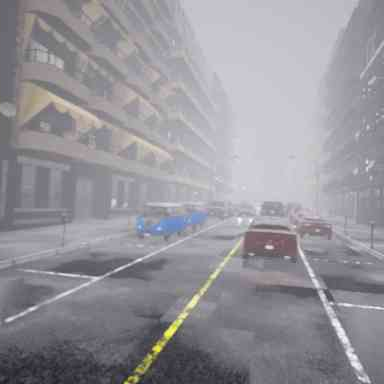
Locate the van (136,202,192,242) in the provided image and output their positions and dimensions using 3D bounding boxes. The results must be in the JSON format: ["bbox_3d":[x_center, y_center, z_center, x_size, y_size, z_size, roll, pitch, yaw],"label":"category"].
[{"bbox_3d":[-1.489,1.445,17.045,1.690,1.788,3.998,4,0,14],"label":"van"}]

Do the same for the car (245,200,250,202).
[{"bbox_3d":[10.426,2.429,65.363,2.192,1.841,5.009,3,0,14],"label":"car"}]

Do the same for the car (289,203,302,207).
[{"bbox_3d":[10.115,2.144,31.200,1.967,1.590,4.097,3,0,14],"label":"car"}]

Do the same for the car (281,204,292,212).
[{"bbox_3d":[18.009,2.970,63.425,1.802,1.307,4.206,3,0,14],"label":"car"}]

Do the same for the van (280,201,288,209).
[{"bbox_3d":[21.994,3.099,79.535,1.690,1.788,3.998,3,-1,14],"label":"van"}]

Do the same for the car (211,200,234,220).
[{"bbox_3d":[2.485,1.743,33.152,2.192,1.841,5.009,4,0,14],"label":"car"}]

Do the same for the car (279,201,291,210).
[{"bbox_3d":[20.672,2.948,74.166,2.192,1.841,5.009,3,-1,14],"label":"car"}]

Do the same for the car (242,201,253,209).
[{"bbox_3d":[11.736,2.779,70.731,1.887,1.381,4.507,3,0,14],"label":"car"}]

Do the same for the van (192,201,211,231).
[{"bbox_3d":[-0.165,1.552,22.415,1.690,1.788,3.998,4,0,14],"label":"van"}]

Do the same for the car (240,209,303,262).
[{"bbox_3d":[3.168,1.726,13.445,1.882,1.535,5.008,2,0,14],"label":"car"}]

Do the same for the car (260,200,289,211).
[{"bbox_3d":[7.436,1.816,30.716,2.150,2.045,5.566,2,-1,14],"label":"car"}]

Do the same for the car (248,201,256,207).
[{"bbox_3d":[15.703,3.191,86.838,1.802,1.307,4.206,3,-1,14],"label":"car"}]

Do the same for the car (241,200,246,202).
[{"bbox_3d":[6.441,2.328,49.258,1.947,1.339,4.313,4,0,14],"label":"car"}]

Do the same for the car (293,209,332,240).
[{"bbox_3d":[7.453,2.031,20.463,1.887,1.381,4.507,3,0,14],"label":"car"}]

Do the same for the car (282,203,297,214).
[{"bbox_3d":[15.370,2.593,52.687,1.967,1.590,4.097,3,0,14],"label":"car"}]

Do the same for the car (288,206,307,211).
[{"bbox_3d":[8.777,2.139,25.832,1.887,1.381,4.507,3,0,14],"label":"car"}]

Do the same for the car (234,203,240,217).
[{"bbox_3d":[3.809,1.853,38.520,2.192,1.841,5.009,4,0,14],"label":"car"}]

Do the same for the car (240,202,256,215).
[{"bbox_3d":[6.423,2.189,38.671,2.033,1.411,5.357,2,-1,14],"label":"car"}]
